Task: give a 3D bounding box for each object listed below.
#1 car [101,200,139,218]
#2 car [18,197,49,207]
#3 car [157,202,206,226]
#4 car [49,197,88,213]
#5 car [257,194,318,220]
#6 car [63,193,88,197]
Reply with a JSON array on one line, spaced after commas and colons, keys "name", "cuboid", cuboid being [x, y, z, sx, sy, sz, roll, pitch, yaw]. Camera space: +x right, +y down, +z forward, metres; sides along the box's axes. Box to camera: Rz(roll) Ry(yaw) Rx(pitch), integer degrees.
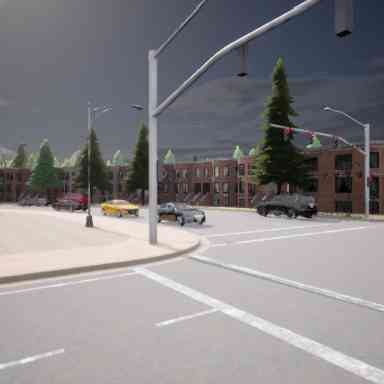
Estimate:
[{"name": "car", "cuboid": [-6.732, 1.478, 30.902, 1.882, 1.535, 5.008, 0, 0, -40]}, {"name": "car", "cuboid": [-24.113, 1.547, 51.176, 5.357, 1.411, 2.033, 0, 0, 17]}, {"name": "car", "cuboid": [-0.978, 1.492, 23.340, 2.128, 1.511, 4.902, 0, 0, -36]}, {"name": "car", "cuboid": [-13.904, 1.601, 37.963, 4.718, 1.301, 1.895, 0, 0, 37]}, {"name": "car", "cuboid": [8.081, 1.221, 28.611, 2.150, 2.045, 5.566, 0, 0, -32]}, {"name": "car", "cuboid": [-19.097, 1.224, 53.039, 5.566, 2.045, 2.150, 0, 0, 22]}]
